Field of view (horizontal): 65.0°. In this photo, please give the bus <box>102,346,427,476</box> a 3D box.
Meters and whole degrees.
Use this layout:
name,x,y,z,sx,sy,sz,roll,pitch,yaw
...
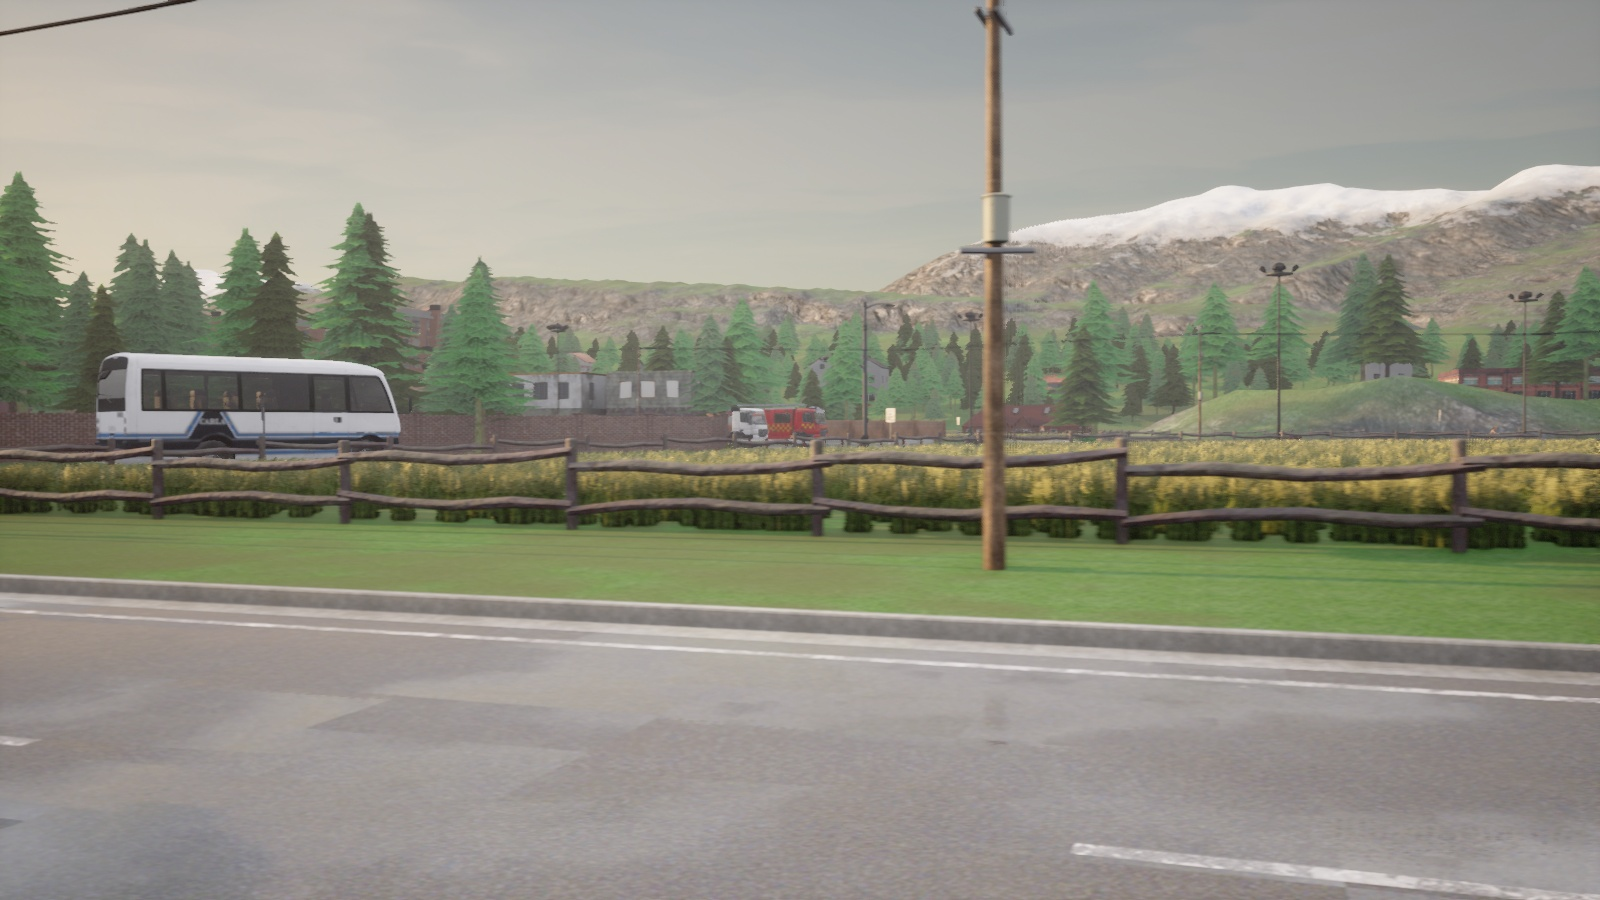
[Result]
name,x,y,z,sx,sy,sz,roll,pitch,yaw
bus,-19.381,-1.362,46.161,3.944,4.253,10.273,1,1,44
